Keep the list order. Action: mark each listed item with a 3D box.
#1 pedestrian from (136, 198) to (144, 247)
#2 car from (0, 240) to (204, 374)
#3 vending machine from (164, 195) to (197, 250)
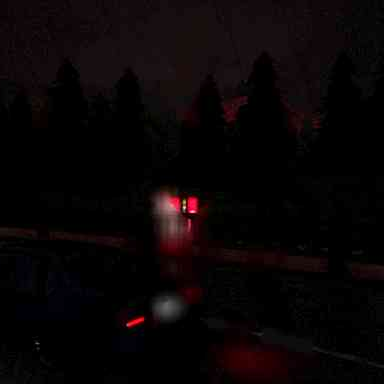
[{"bbox_3d":[-1.951,1.141,12.677,0.375,1.860,0.375,0,0,31],"label":"pedestrian"},{"bbox_3d":[-2.478,1.547,5.548,5.357,1.411,2.033,0,0,30],"label":"car"},{"bbox_3d":[-0.438,1.195,13.472,0.880,2.100,1.100,0,0,31],"label":"vending machine"}]
